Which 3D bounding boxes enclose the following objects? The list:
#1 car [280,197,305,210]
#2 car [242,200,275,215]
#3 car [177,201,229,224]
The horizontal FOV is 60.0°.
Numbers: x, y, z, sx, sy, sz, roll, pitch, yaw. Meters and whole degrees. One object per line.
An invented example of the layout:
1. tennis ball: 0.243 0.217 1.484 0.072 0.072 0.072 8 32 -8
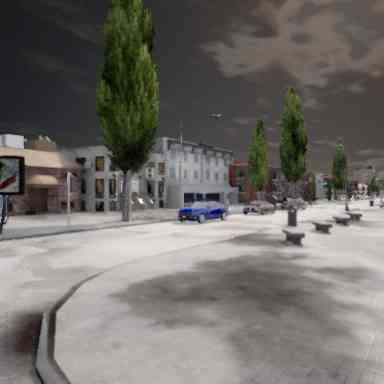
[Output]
1. car: 12.553 1.455 41.119 1.837 1.490 4.892 0 0 36
2. car: 6.628 1.514 32.850 1.994 1.385 4.181 0 0 36
3. car: 0.894 1.429 24.805 1.882 1.535 5.008 0 0 35
